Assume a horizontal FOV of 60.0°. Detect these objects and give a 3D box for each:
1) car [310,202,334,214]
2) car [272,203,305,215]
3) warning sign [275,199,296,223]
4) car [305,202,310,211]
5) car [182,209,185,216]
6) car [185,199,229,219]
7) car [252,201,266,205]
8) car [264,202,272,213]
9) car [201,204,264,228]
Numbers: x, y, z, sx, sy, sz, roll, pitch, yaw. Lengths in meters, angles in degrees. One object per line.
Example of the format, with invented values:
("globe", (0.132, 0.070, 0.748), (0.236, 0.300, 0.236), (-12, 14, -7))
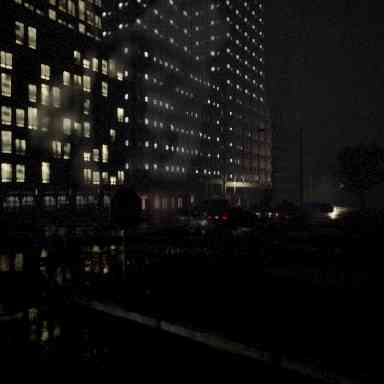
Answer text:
("car", (18.435, 2.294, 46.425), (1.812, 1.442, 4.674), (-1, -1, 37))
("car", (12.996, 2.204, 44.543), (1.882, 1.535, 5.008), (-1, -1, 37))
("warning sign", (7.568, 1.495, 26.831), (1.300, 1.860, 1.060), (0, 0, 36))
("car", (18.956, 2.369, 52.774), (1.882, 1.535, 5.008), (-1, -1, 36))
("car", (0.722, 2.168, 38.995), (1.994, 1.385, 4.181), (-1, -1, 36))
("car", (2.038, 1.756, 35.299), (2.150, 2.045, 5.566), (-1, -1, 36))
("car", (10.756, 2.161, 52.573), (1.882, 1.535, 5.008), (-1, -1, 36))
("car", (13.382, 2.447, 50.651), (2.033, 1.411, 5.357), (-1, -1, 36))
("car", (3.244, 1.898, 25.628), (2.033, 1.411, 5.357), (-1, -1, 36))
